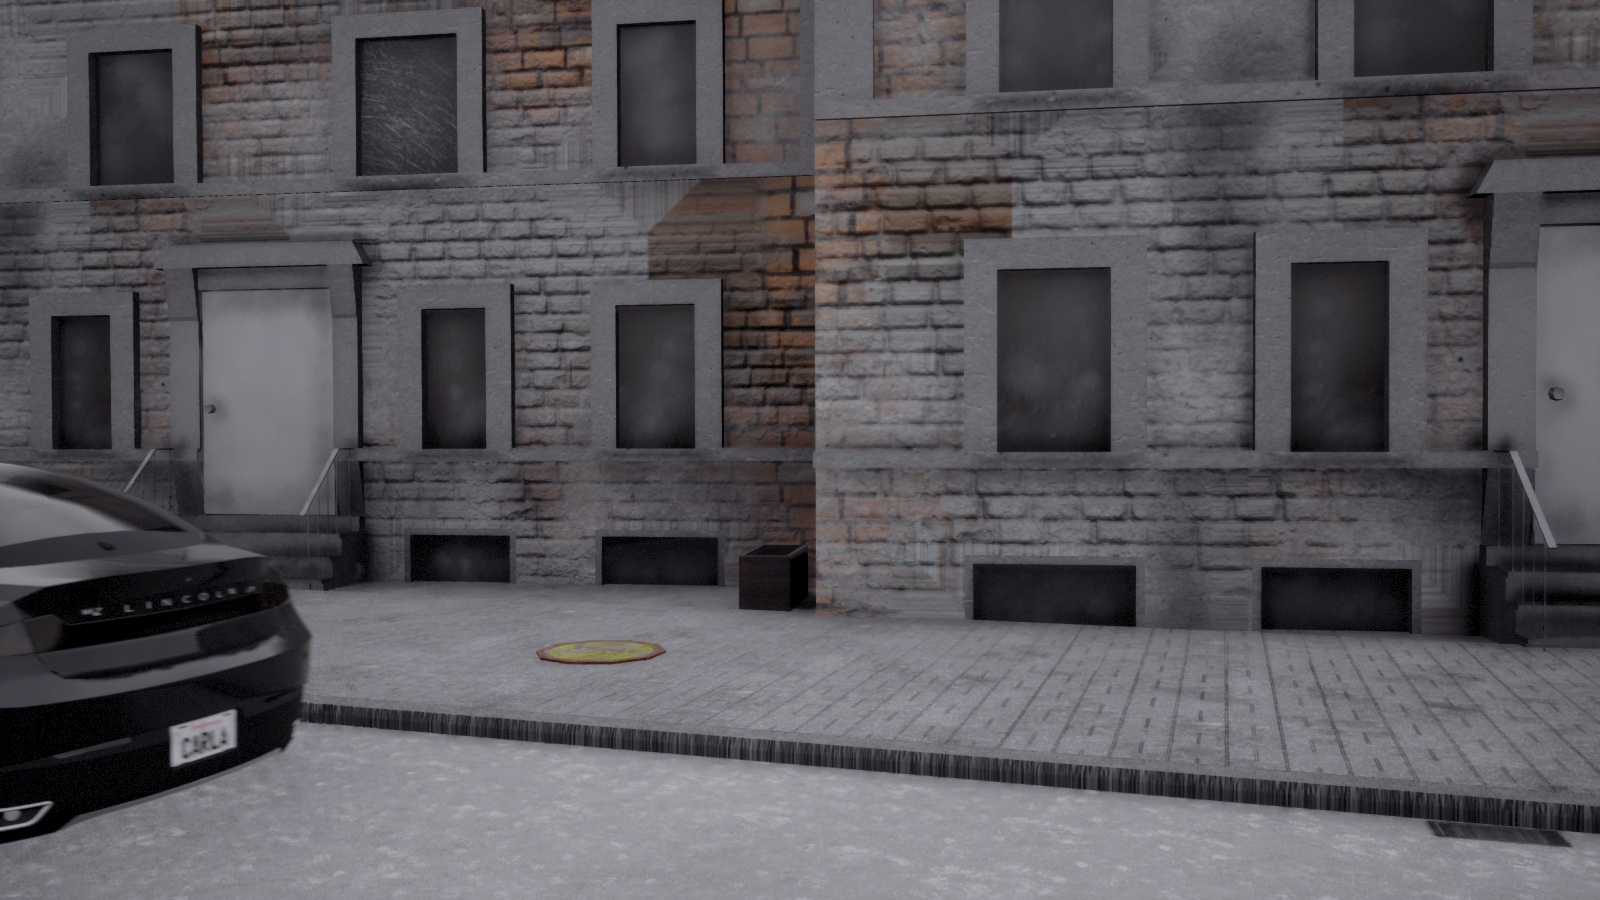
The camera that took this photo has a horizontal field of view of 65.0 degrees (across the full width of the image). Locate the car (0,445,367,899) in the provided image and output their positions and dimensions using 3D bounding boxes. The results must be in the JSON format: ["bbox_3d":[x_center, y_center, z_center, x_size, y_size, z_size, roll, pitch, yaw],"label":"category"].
[{"bbox_3d":[-4.444,0.731,5.215,4.892,1.490,1.837,1,1,19],"label":"car"}]
